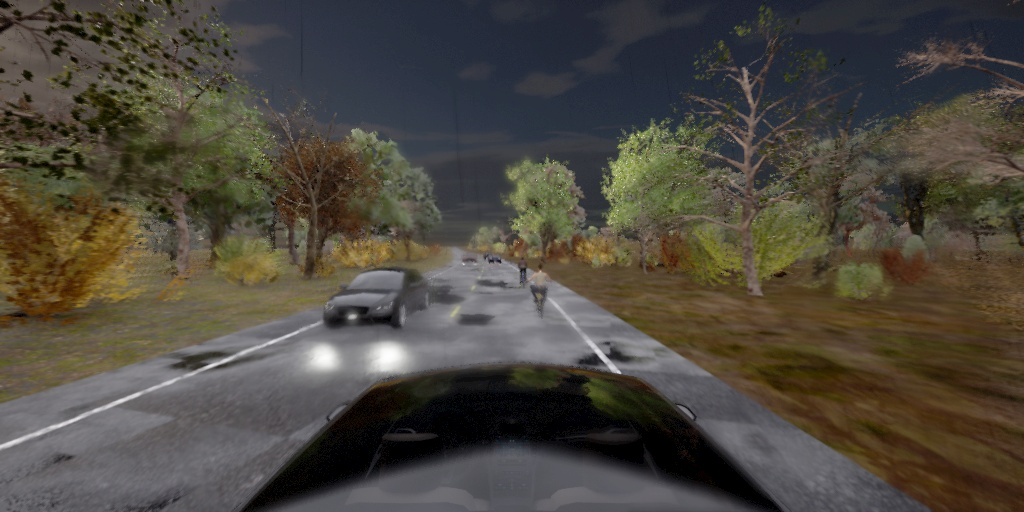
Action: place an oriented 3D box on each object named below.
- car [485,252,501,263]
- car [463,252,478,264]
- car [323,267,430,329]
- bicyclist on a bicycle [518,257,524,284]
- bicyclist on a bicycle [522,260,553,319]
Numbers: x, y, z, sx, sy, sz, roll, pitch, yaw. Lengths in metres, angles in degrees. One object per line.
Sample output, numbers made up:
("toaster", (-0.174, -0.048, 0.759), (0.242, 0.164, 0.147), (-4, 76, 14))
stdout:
("car", (-2.743, 0.399, 55.440), (1.895, 1.301, 4.718), (0, 1, -6))
("car", (-6.211, 0.192, 53.562), (2.097, 1.767, 4.553), (0, 1, -5))
("car", (-3.715, 1.110, 10.673), (1.837, 1.490, 4.892), (0, 1, -1))
("bicyclist on a bicycle", (0.605, 0.891, 19.939), (0.582, 1.620, 1.656), (0, 1, -2))
("bicyclist on a bicycle", (0.857, 1.030, 10.988), (0.866, 1.612, 1.509), (0, 1, -1))
